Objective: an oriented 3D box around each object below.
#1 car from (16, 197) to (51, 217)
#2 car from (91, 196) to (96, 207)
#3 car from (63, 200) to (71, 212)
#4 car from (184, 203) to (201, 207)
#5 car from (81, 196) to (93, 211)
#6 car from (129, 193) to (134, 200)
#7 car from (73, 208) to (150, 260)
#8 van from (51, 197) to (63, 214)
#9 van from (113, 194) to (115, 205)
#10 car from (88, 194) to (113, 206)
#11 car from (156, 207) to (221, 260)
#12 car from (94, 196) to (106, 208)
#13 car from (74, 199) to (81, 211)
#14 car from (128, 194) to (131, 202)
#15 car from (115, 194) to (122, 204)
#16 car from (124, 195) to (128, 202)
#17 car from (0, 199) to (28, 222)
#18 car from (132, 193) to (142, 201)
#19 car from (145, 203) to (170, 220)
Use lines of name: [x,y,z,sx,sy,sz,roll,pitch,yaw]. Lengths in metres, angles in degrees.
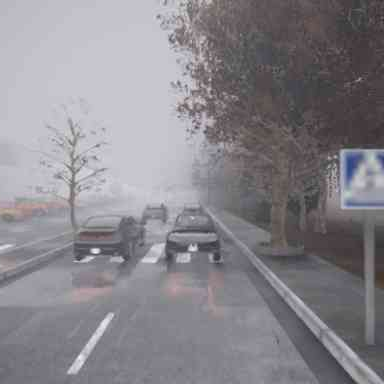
car: [-16.842,1.597,33.102,4.553,1.767,2.185,-1,0,-20]
car: [-16.829,1.805,48.030,4.792,1.488,2.163,-1,0,-20]
car: [-16.859,1.797,39.061,4.674,1.452,2.002,-1,0,-20]
car: [0.053,1.690,27.664,1.837,1.490,4.892,0,0,0]
car: [-16.687,1.769,45.102,5.366,1.575,1.946,-1,0,-20]
car: [-16.806,1.668,77.889,4.792,1.488,2.163,-1,0,-20]
car: [-2.951,1.566,12.659,1.837,1.490,4.892,0,0,0]
van: [-16.762,1.517,36.130,4.442,1.987,1.878,-1,-1,-20]
van: [-16.742,1.509,60.000,4.442,1.987,1.878,-1,0,-20]
car: [-16.879,1.501,56.957,5.566,2.045,2.435,-1,0,-20]
car: [0.049,1.552,12.630,2.128,1.511,4.902,0,0,0]
car: [-16.848,1.803,53.987,4.674,1.452,2.002,-1,0,-20]
car: [-16.888,1.800,42.033,4.792,1.488,2.163,-1,0,-20]
car: [-16.830,1.695,74.870,4.674,1.452,2.002,-1,1,-20]
car: [-16.823,1.469,62.953,5.566,2.045,2.435,-1,0,-20]
car: [-16.809,1.546,71.897,4.553,1.767,2.185,-1,1,-20]
car: [-16.701,1.667,27.191,5.366,1.575,1.946,-1,-1,-20]
car: [-16.796,1.603,89.894,4.792,1.488,2.163,-1,0,-20]
car: [-2.947,1.676,27.648,2.128,1.511,4.902,0,0,0]
